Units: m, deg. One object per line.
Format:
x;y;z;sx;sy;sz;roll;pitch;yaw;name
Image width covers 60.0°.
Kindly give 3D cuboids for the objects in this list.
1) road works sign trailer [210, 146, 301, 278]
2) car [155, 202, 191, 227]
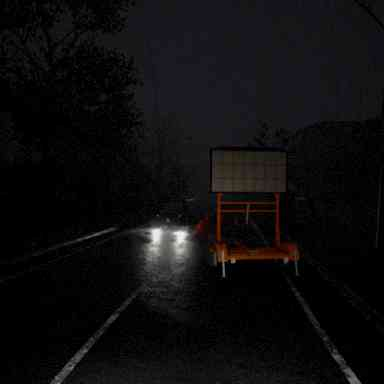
1.674;0.441;10.163;2.380;3.560;2.880;1;0;-7;road works sign trailer
-1.126;1.405;22.005;1.812;1.442;4.674;1;0;7;car
